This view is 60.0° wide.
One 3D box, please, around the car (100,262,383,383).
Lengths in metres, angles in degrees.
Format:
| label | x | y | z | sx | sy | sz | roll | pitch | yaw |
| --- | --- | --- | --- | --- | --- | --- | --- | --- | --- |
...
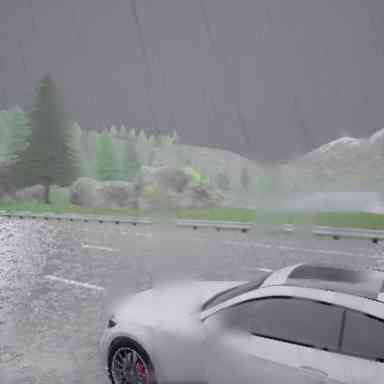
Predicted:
| label | x | y | z | sx | sy | sz | roll | pitch | yaw |
| --- | --- | --- | --- | --- | --- | --- | --- | --- | --- |
| car | 1.141 | 1.466 | 3.254 | 4.674 | 1.442 | 1.812 | 0 | 1 | 35 |
